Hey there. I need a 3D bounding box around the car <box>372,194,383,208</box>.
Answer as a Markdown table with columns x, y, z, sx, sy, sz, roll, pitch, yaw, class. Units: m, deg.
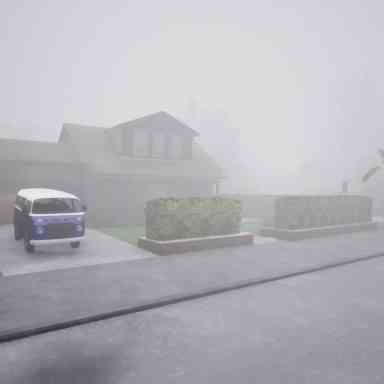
| x | y | z | sx | sy | sz | roll | pitch | yaw | class |
| --- | --- | --- | --- | --- | --- | --- | --- | --- | --- |
| 24.018 | 0.985 | 40.753 | 3.866 | 1.878 | 1.905 | 0 | 0 | 0 | car |
